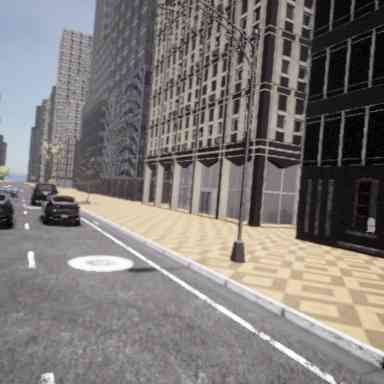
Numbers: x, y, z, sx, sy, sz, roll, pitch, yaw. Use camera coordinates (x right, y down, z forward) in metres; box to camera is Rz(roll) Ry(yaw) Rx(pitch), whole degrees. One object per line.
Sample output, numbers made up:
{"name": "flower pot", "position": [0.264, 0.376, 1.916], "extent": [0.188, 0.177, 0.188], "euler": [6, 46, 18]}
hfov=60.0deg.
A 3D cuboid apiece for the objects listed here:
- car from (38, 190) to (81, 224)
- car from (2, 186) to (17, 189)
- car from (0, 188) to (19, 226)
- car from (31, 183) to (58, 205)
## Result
{"name": "car", "position": [-7.547, 0.923, 19.071], "extent": [1.837, 1.490, 4.892], "euler": [5, 0, -27]}
{"name": "car", "position": [-21.713, -0.054, 39.596], "extent": [1.895, 1.301, 4.718], "euler": [5, 0, -27]}
{"name": "car", "position": [-9.751, 0.746, 16.350], "extent": [1.837, 1.490, 4.892], "euler": [5, 0, -27]}
{"name": "car", "position": [-14.052, 0.150, 31.702], "extent": [2.150, 2.045, 5.566], "euler": [5, 0, -27]}
